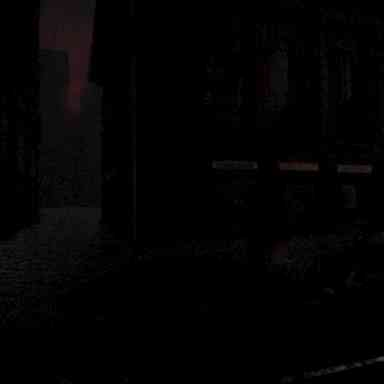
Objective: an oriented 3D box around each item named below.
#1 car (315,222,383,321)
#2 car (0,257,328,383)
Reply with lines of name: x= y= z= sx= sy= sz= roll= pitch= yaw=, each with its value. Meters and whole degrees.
car: x=4.837 y=1.463 z=6.812 sx=5.009 sy=1.841 sz=2.192 roll=0 pitch=-2 yaw=-19
car: x=-0.454 y=1.728 z=4.972 sx=4.313 sy=1.339 sz=1.947 roll=0 pitch=-2 yaw=-19
